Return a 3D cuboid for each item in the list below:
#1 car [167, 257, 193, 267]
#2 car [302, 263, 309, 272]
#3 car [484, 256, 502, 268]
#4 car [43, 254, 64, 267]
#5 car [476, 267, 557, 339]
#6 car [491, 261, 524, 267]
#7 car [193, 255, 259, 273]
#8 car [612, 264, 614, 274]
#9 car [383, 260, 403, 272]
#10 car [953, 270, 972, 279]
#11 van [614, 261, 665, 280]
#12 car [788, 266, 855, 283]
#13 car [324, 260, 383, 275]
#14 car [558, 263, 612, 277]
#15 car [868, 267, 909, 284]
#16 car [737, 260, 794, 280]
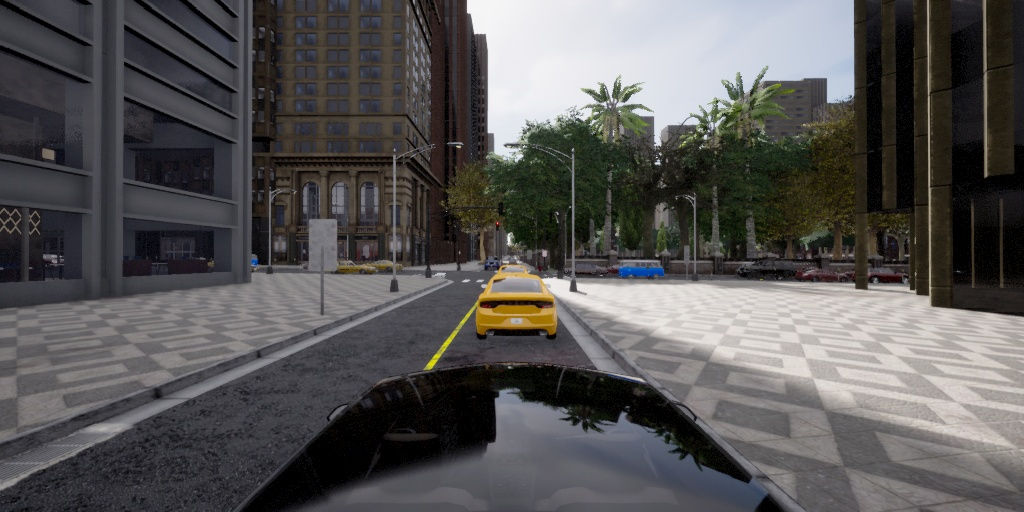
[{"bbox_3d":[-37.782,0.775,41.991,4.313,1.339,1.948,0,0,0],"label":"car"},{"bbox_3d":[-20.370,1.001,39.217,4.674,1.442,1.812,1,0,0],"label":"car"},{"bbox_3d":[-2.975,1.036,54.563,2.150,2.045,5.566,0,0,0],"label":"car"},{"bbox_3d":[-43.498,0.508,33.502,4.097,1.591,1.967,0,0,0],"label":"car"},{"bbox_3d":[0.112,1.230,10.108,1.882,1.535,5.008,0,0,0],"label":"car"},{"bbox_3d":[0.042,1.235,20.168,1.882,1.535,5.008,0,0,0],"label":"car"},{"bbox_3d":[-26.316,0.868,33.395,4.829,1.417,1.751,0,0,0],"label":"car"},{"bbox_3d":[11.984,1.606,41.682,4.207,1.307,1.802,0,0,0],"label":"car"},{"bbox_3d":[-15.272,1.102,41.851,4.829,1.417,1.751,0,0,0],"label":"car"},{"bbox_3d":[46.808,2.157,38.706,4.181,1.385,1.994,1,0,0],"label":"car"},{"bbox_3d":[11.942,1.315,33.156,3.998,1.789,1.690,0,0,0],"label":"van"},{"bbox_3d":[28.512,1.830,33.053,4.207,1.307,1.802,0,0,0],"label":"car"},{"bbox_3d":[-14.975,1.053,33.324,4.829,1.417,1.751,0,0,0],"label":"car"},{"bbox_3d":[7.656,1.484,39.049,5.357,1.411,2.033,1,0,0],"label":"car"},{"bbox_3d":[34.035,1.779,33.019,4.097,1.591,1.967,0,0,0],"label":"car"},{"bbox_3d":[27.649,1.491,38.924,5.566,2.045,2.150,1,0,0],"label":"car"}]
